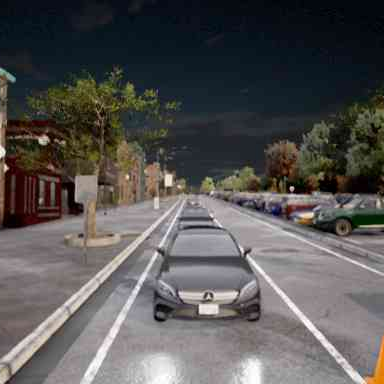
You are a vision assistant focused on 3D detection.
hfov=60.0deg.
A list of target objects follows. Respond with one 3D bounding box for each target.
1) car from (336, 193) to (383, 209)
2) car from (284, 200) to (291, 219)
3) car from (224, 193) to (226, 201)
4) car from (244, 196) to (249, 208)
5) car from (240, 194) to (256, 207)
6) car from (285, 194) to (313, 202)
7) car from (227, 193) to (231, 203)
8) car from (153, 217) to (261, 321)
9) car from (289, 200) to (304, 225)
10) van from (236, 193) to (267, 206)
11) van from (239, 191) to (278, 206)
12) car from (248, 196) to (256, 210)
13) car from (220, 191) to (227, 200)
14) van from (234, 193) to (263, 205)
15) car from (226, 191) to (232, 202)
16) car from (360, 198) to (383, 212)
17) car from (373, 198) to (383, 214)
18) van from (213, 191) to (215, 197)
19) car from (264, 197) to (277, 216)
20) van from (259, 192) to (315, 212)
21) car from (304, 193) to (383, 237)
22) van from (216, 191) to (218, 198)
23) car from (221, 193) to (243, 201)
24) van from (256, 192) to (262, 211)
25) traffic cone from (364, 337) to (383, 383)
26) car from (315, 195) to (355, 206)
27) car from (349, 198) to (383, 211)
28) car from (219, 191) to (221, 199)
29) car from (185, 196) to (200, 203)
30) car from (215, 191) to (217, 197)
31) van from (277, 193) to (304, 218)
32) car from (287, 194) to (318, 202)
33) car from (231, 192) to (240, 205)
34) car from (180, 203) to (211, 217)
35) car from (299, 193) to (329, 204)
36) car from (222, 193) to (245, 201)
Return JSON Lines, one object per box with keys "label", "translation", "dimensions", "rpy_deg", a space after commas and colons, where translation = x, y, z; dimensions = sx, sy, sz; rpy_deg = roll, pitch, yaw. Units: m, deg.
{"label": "car", "translation": [22.142, 1.168, 43.558], "dimensions": [5.566, 2.045, 2.435], "rpy_deg": [0, 0, 0]}
{"label": "car", "translation": [9.239, 1.515, 23.216], "dimensions": [4.674, 1.452, 2.002], "rpy_deg": [0, 0, 0]}
{"label": "car", "translation": [8.952, 1.302, 62.470], "dimensions": [4.674, 1.452, 2.002], "rpy_deg": [0, 0, 0]}
{"label": "car", "translation": [9.113, 1.480, 40.042], "dimensions": [4.674, 1.452, 2.002], "rpy_deg": [0, 0, 0]}
{"label": "car", "translation": [9.102, 1.424, 42.845], "dimensions": [4.892, 1.521, 2.231], "rpy_deg": [0, 0, 0]}
{"label": "car", "translation": [21.996, 1.212, 68.542], "dimensions": [4.892, 1.521, 2.231], "rpy_deg": [0, 0, 0]}
{"label": "car", "translation": [8.988, 1.311, 56.864], "dimensions": [4.892, 1.521, 2.231], "rpy_deg": [0, 0, 0]}
{"label": "car", "translation": [0.250, 1.527, 7.403], "dimensions": [1.812, 1.442, 4.674], "rpy_deg": [0, 0, 0]}
{"label": "car", "translation": [9.071, 1.473, 20.412], "dimensions": [5.366, 1.575, 1.946], "rpy_deg": [0, 0, 0]}
{"label": "van", "translation": [9.151, 1.132, 51.256], "dimensions": [4.442, 1.987, 1.878], "rpy_deg": [0, 0, 0]}
{"label": "van", "translation": [9.192, 1.180, 45.652], "dimensions": [4.442, 1.987, 1.878], "rpy_deg": [0, 0, 0]}
{"label": "car", "translation": [9.165, 1.483, 37.235], "dimensions": [4.792, 1.488, 2.163], "rpy_deg": [0, 0, 0]}
{"label": "car", "translation": [8.906, 0.987, 65.271], "dimensions": [5.566, 2.045, 2.435], "rpy_deg": [0, 0, 0]}
{"label": "van", "translation": [9.131, 1.108, 54.059], "dimensions": [4.442, 1.987, 1.878], "rpy_deg": [0, 0, 0]}
{"label": "car", "translation": [9.006, 1.160, 59.666], "dimensions": [4.553, 1.767, 2.185], "rpy_deg": [0, 0, 0]}
{"label": "car", "translation": [22.180, 1.482, 38.002], "dimensions": [4.792, 1.488, 2.163], "rpy_deg": [0, 0, 0]}
{"label": "car", "translation": [22.414, 1.456, 35.231], "dimensions": [5.366, 1.575, 1.946], "rpy_deg": [0, 0, 0]}
{"label": "van", "translation": [8.636, 0.797, 90.498], "dimensions": [4.442, 1.987, 1.878], "rpy_deg": [0, 0, 0]}
{"label": "car", "translation": [9.191, 1.470, 28.823], "dimensions": [5.008, 1.535, 2.097], "rpy_deg": [0, 0, 0]}
{"label": "van", "translation": [9.059, 1.242, 31.629], "dimensions": [4.442, 1.987, 1.878], "rpy_deg": [0, 0, 0]}
{"label": "car", "translation": [9.248, 1.227, 17.609], "dimensions": [5.566, 2.045, 2.435], "rpy_deg": [0, 0, 0]}
{"label": "van", "translation": [8.717, 0.892, 79.286], "dimensions": [4.442, 1.987, 1.878], "rpy_deg": [0, 0, 0]}
{"label": "car", "translation": [8.842, 1.040, 73.681], "dimensions": [4.553, 1.767, 2.185], "rpy_deg": [0, 0, 0]}
{"label": "van", "translation": [9.272, 1.235, 34.432], "dimensions": [4.442, 1.987, 1.878], "rpy_deg": [0, 0, 0]}
{"label": "traffic cone", "translation": [2.241, 1.959, 3.841], "dimensions": [0.340, 0.580, 0.340], "rpy_deg": [0, 0, 0]}
{"label": "car", "translation": [22.296, 1.351, 51.888], "dimensions": [5.366, 1.575, 1.946], "rpy_deg": [0, 1, 0]}
{"label": "car", "translation": [22.219, 1.466, 40.785], "dimensions": [4.792, 1.488, 2.163], "rpy_deg": [0, 0, 0]}
{"label": "car", "translation": [8.886, 0.963, 68.074], "dimensions": [5.566, 2.045, 2.435], "rpy_deg": [0, 0, 0]}
{"label": "car", "translation": [0.113, 1.373, 48.101], "dimensions": [2.128, 1.511, 4.902], "rpy_deg": [0, 0, 0]}
{"label": "car", "translation": [8.808, 1.094, 82.092], "dimensions": [5.008, 1.535, 2.097], "rpy_deg": [0, 0, 0]}
{"label": "van", "translation": [9.333, 1.247, 26.020], "dimensions": [4.442, 1.987, 1.878], "rpy_deg": [0, 0, 0]}
{"label": "car", "translation": [21.825, 1.232, 65.764], "dimensions": [5.366, 1.575, 1.946], "rpy_deg": [0, 0, 0]}
{"label": "car", "translation": [9.027, 1.131, 48.451], "dimensions": [5.566, 2.045, 2.435], "rpy_deg": [0, 1, 0]}
{"label": "car", "translation": [0.190, 1.539, 17.982], "dimensions": [2.033, 1.411, 5.357], "rpy_deg": [0, 0, 0]}
{"label": "car", "translation": [22.081, 1.157, 60.214], "dimensions": [4.553, 1.767, 2.185], "rpy_deg": [0, 0, 0]}
{"label": "car", "translation": [8.863, 1.064, 70.878], "dimensions": [4.553, 1.767, 2.185], "rpy_deg": [0, 0, 0]}
